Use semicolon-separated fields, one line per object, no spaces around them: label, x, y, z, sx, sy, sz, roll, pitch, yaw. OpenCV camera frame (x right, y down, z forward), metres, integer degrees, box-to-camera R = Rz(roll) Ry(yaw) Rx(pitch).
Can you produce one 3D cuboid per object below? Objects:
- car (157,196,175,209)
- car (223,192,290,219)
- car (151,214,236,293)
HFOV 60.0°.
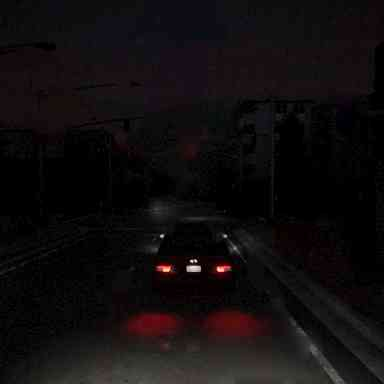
car;-3.681;1.505;45.605;1.837;1.490;4.892;0;0;0
car;5.370;1.113;27.980;5.566;2.045;2.150;-2;0;-9
car;0.040;1.547;9.000;2.033;1.411;5.357;0;0;0
